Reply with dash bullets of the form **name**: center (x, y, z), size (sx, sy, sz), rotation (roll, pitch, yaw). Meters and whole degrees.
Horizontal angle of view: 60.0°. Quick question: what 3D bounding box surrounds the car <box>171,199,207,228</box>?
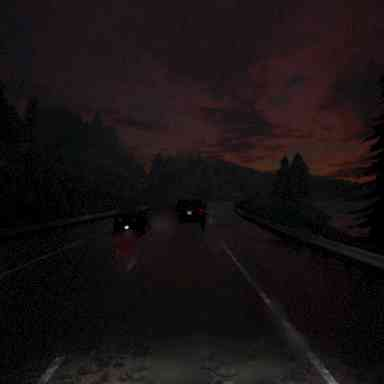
- **car**: center (-0.110, 1.509, 24.670), size (2.150, 2.045, 5.566), rotation (0, 0, 1)

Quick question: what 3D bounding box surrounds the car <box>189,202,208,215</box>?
- **car**: center (0.861, 2.033, 42.439), size (2.033, 1.411, 5.357), rotation (0, -1, 5)

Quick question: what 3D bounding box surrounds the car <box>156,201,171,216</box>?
- **car**: center (-2.880, 1.821, 39.275), size (2.097, 1.767, 4.553), rotation (0, -1, 4)

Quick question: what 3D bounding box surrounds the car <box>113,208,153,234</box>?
- **car**: center (-3.667, 1.769, 21.190), size (1.837, 1.490, 4.892), rotation (0, -1, 0)
